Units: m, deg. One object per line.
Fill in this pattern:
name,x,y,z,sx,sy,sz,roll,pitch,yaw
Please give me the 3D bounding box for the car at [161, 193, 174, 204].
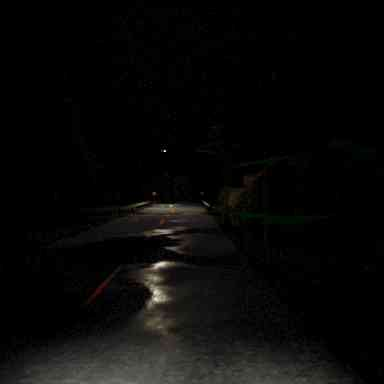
car,-4.563,1.222,62.000,2.150,2.045,5.566,0,0,0
